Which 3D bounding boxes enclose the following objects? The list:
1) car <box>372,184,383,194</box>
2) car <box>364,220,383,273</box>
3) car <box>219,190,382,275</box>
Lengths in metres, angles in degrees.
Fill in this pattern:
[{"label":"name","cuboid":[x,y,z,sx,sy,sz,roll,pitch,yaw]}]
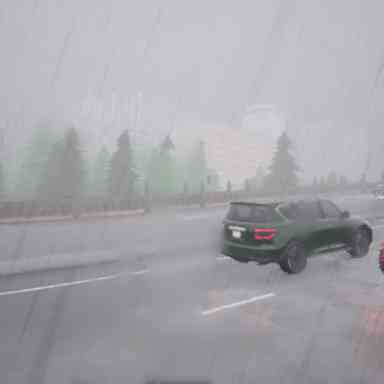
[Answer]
[{"label":"car","cuboid":[25.393,-0.344,43.543,4.892,1.490,1.837,-4,2,-35]},{"label":"car","cuboid":[6.549,1.412,8.456,4.674,1.442,1.812,-1,1,-35]},{"label":"car","cuboid":[3.409,1.149,10.527,5.566,2.045,2.150,-2,1,-35]}]
